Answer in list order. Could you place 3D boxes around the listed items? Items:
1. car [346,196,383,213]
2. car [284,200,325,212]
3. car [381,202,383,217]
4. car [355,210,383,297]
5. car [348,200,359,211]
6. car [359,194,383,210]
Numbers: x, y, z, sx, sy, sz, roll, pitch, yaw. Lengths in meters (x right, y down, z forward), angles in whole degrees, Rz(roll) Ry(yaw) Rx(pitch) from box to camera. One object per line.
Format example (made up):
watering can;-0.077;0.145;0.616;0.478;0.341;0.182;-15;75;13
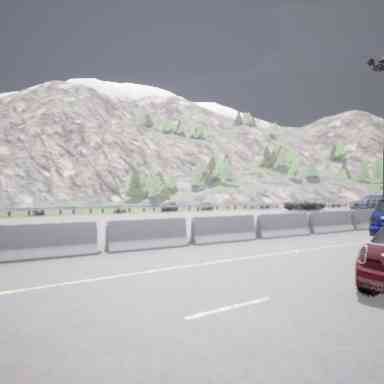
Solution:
car;20.313;1.374;38.402;4.553;1.767;2.097;0;0;-22
car;13.250;1.608;39.216;4.718;1.301;1.895;0;0;-24
car;19.920;1.628;30.696;4.718;1.301;1.895;0;0;-23
car;5.694;1.360;7.306;4.553;1.767;2.097;0;0;-32
car;18.763;1.240;34.000;5.566;2.045;2.150;0;0;-23
car;9.750;1.235;13.763;5.566;2.045;2.150;0;0;-29
